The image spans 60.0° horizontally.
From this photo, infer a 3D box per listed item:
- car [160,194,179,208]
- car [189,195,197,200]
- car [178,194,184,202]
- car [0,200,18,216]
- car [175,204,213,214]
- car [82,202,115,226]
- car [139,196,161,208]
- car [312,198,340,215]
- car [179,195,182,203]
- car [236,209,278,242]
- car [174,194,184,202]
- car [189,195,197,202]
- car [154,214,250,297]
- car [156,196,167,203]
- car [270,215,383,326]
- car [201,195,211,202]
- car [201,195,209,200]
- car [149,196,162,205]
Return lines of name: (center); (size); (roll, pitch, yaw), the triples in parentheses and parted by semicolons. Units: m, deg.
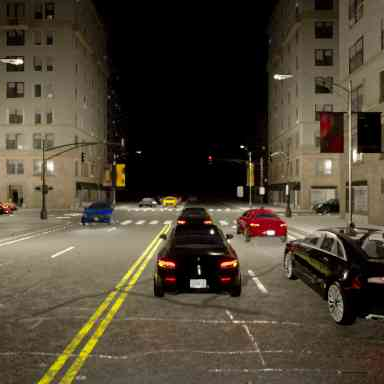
car: (-3.244, 1.496, 49.438); (1.882, 1.535, 5.008); (0, 0, -1)
car: (0.197, 1.443, 88.509); (1.994, 1.385, 4.181); (0, 0, 0)
car: (-3.109, 1.374, 68.227); (2.097, 1.767, 4.553); (0, 0, 0)
car: (-19.092, 1.338, 31.658); (4.553, 1.767, 2.097); (0, 0, 0)
car: (0.136, 1.530, 17.356); (1.812, 1.442, 4.674); (0, 0, 0)
car: (-6.577, 1.484, 23.943); (1.882, 1.535, 5.008); (1, 0, -10)
car: (-6.460, 1.566, 49.151); (2.033, 1.411, 5.357); (0, 0, 4)
car: (14.837, 1.411, 34.396); (4.553, 1.767, 2.097); (0, 0, 1)
car: (-3.198, 1.622, 58.776); (1.895, 1.301, 4.718); (0, 0, 0)
car: (3.284, 1.529, 16.141); (1.812, 1.442, 4.674); (0, 0, 0)
car: (-3.076, 1.355, 78.189); (2.097, 1.767, 4.553); (0, 0, 0)
car: (0.175, 1.614, 78.535); (1.895, 1.301, 4.718); (0, 0, 0)
car: (0.115, 1.527, 8.447); (1.812, 1.442, 4.674); (0, 0, 0)
car: (-6.347, 1.548, 69.042); (1.812, 1.442, 4.674); (0, 0, 0)
car: (3.353, 1.493, 7.047); (2.128, 1.511, 4.902); (0, 0, 1)
car: (3.424, 1.558, 78.081); (2.033, 1.411, 5.357); (0, 0, 0)
car: (3.447, 1.443, 88.501); (1.994, 1.385, 4.181); (0, 0, 0)
car: (-6.448, 1.526, 58.890); (1.837, 1.490, 4.892); (0, 0, 0)
